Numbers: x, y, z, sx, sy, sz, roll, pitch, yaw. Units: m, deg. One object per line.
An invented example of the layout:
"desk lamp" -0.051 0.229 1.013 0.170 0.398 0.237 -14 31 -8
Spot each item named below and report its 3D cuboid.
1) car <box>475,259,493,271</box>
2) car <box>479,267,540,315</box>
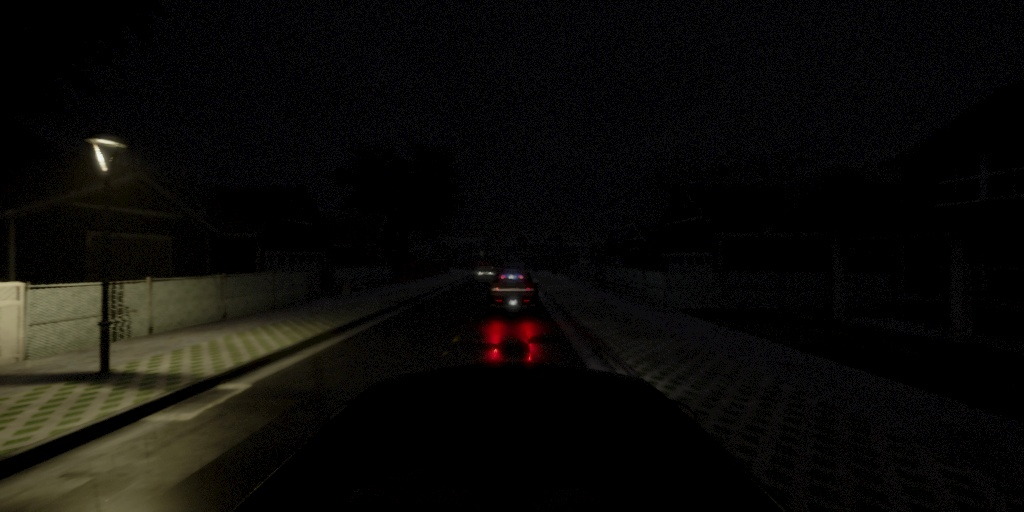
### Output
"car" -4.542 1.442 57.353 2.150 2.045 5.566 0 -1 -15
"car" 0.044 1.346 14.154 2.128 1.511 4.902 0 -1 0
